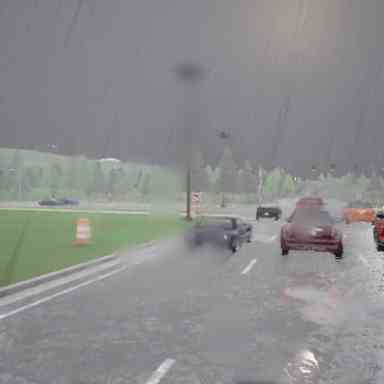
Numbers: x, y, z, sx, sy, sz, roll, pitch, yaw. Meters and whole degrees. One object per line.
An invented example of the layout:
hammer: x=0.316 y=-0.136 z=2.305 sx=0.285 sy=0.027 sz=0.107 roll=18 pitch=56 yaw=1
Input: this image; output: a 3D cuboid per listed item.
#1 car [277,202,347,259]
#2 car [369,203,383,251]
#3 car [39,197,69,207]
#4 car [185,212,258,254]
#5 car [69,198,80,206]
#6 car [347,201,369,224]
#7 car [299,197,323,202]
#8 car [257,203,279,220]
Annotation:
car: x=4.840 y=1.452 z=13.458 sx=2.097 sy=1.767 sz=4.553 roll=0 pitch=0 yaw=20
car: x=7.765 y=1.326 z=11.278 sx=2.150 sy=2.045 sz=5.566 roll=0 pitch=0 yaw=20
car: x=-23.729 y=1.732 z=56.223 sx=4.674 sy=1.442 sz=1.812 roll=0 pitch=0 yaw=20
car: x=1.365 y=1.688 z=14.151 sx=1.895 sy=1.301 sz=4.718 roll=0 pitch=0 yaw=20
car: x=-22.442 y=1.709 z=59.479 sx=5.008 sy=1.535 sz=1.882 roll=0 pitch=0 yaw=20
car: x=13.193 y=1.567 z=26.400 sx=2.097 sy=1.767 sz=4.553 roll=0 pitch=0 yaw=20
car: x=9.541 y=1.422 z=26.617 sx=2.150 sy=2.045 sz=5.566 roll=0 pitch=0 yaw=20
car: x=7.045 y=1.683 z=29.967 sx=1.882 sy=1.535 sz=5.008 roll=0 pitch=0 yaw=20
